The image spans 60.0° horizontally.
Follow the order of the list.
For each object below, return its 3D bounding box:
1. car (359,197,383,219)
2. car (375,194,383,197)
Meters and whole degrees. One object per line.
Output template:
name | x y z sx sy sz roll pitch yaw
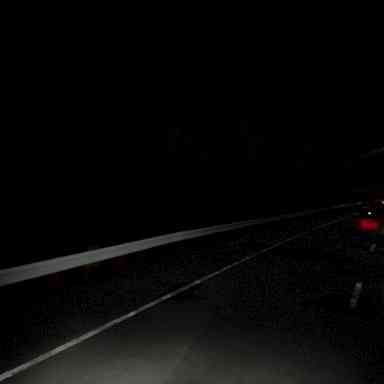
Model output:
car | 16.120 1.505 29.556 1.837 1.490 4.892 0 0 35
car | 22.196 1.221 38.082 2.150 2.045 5.566 0 0 36
